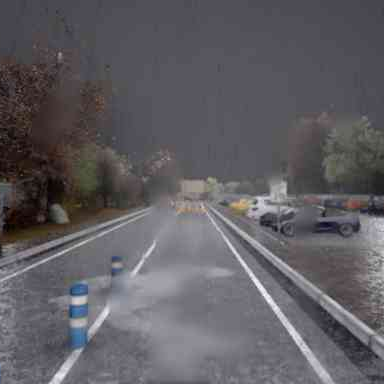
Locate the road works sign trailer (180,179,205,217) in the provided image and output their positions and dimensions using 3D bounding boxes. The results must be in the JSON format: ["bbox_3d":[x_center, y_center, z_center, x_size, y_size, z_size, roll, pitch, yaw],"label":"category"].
[{"bbox_3d":[0.071,0.521,32.009,2.380,3.560,2.880,0,0,3],"label":"road works sign trailer"}]

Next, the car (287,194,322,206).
[{"bbox_3d":[20.208,1.385,60.016,5.566,2.045,2.435,0,0,0],"label":"car"}]

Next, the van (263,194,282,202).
[{"bbox_3d":[20.564,1.544,84.946,4.442,1.987,1.878,0,0,0],"label":"van"}]

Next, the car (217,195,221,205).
[{"bbox_3d":[7.081,1.645,54.665,4.792,1.488,2.163,0,0,0],"label":"car"}]

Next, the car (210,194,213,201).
[{"bbox_3d":[7.066,1.702,71.322,5.366,1.575,1.946,0,0,0],"label":"car"}]

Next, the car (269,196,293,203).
[{"bbox_3d":[20.372,1.725,76.636,5.008,1.535,2.097,0,0,0],"label":"car"}]

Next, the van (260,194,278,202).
[{"bbox_3d":[20.356,1.560,87.851,4.442,1.987,1.878,0,-1,0],"label":"van"}]

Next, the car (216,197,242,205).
[{"bbox_3d":[7.211,1.676,65.769,4.892,1.521,2.231,0,0,0],"label":"car"}]

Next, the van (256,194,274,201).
[{"bbox_3d":[20.402,1.661,93.241,4.442,1.987,1.878,0,-1,0],"label":"van"}]

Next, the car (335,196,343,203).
[{"bbox_3d":[20.101,1.582,40.758,4.792,1.488,2.163,0,0,1],"label":"car"}]

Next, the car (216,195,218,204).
[{"bbox_3d":[7.105,1.660,57.441,4.792,1.488,2.163,0,0,0],"label":"car"}]

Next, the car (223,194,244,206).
[{"bbox_3d":[7.070,1.448,46.339,4.553,1.767,2.185,0,0,0],"label":"car"}]

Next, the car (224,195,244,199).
[{"bbox_3d":[7.010,1.565,43.560,4.892,1.521,2.231,0,0,0],"label":"car"}]

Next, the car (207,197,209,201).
[{"bbox_3d":[7.422,1.544,87.978,5.566,2.045,2.435,0,0,0],"label":"car"}]

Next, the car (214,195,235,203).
[{"bbox_3d":[7.244,1.595,74.098,4.553,1.767,2.185,0,0,0],"label":"car"}]

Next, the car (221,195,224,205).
[{"bbox_3d":[7.092,1.615,49.112,4.792,1.488,2.163,0,0,0],"label":"car"}]

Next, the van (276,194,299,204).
[{"bbox_3d":[20.448,1.470,71.221,4.442,1.987,1.878,0,0,0],"label":"van"}]

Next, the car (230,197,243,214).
[{"bbox_3d":[6.736,1.578,32.468,5.366,1.575,1.946,0,0,0],"label":"car"}]

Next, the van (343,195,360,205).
[{"bbox_3d":[20.165,1.330,37.986,4.442,1.987,1.878,0,0,0],"label":"van"}]

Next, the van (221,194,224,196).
[{"bbox_3d":[7.203,1.375,51.889,4.442,1.987,1.878,0,0,0],"label":"van"}]

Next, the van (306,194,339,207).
[{"bbox_3d":[20.281,1.365,51.705,4.442,1.987,1.878,0,0,0],"label":"van"}]

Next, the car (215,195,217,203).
[{"bbox_3d":[7.128,1.675,60.217,4.792,1.488,2.163,0,0,0],"label":"car"}]

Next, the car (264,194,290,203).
[{"bbox_3d":[20.373,1.490,79.532,5.566,2.045,2.435,0,0,0],"label":"car"}]

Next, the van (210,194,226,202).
[{"bbox_3d":[7.324,1.673,93.514,4.442,1.987,1.878,0,-1,0],"label":"van"}]

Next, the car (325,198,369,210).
[{"bbox_3d":[20.124,1.585,43.397,4.792,1.488,2.163,0,0,0],"label":"car"}]

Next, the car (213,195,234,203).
[{"bbox_3d":[7.268,1.609,76.874,4.553,1.767,2.185,0,0,0],"label":"car"}]

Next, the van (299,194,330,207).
[{"bbox_3d":[20.072,1.380,54.477,4.442,1.987,1.878,0,0,0],"label":"van"}]

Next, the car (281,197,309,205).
[{"bbox_3d":[20.278,1.666,65.555,5.008,1.535,2.097,0,0,0],"label":"car"}]

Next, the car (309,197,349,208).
[{"bbox_3d":[20.147,1.576,48.935,5.008,1.535,2.097,0,0,0],"label":"car"}]

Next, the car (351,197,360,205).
[{"bbox_3d":[19.996,1.593,35.093,4.792,1.488,2.163,0,0,0],"label":"car"}]

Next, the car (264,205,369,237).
[{"bbox_3d":[6.774,1.657,18.587,4.792,1.488,2.163,0,0,0],"label":"car"}]

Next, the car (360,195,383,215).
[{"bbox_3d":[20.029,1.321,32.323,5.566,2.045,2.435,0,0,0],"label":"car"}]

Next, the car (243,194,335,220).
[{"bbox_3d":[6.879,1.357,24.137,5.566,2.045,2.435,0,0,0],"label":"car"}]

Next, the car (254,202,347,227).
[{"bbox_3d":[6.832,1.618,21.362,5.008,1.535,2.097,0,0,0],"label":"car"}]

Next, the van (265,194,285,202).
[{"bbox_3d":[20.542,1.530,82.301,4.442,1.987,1.878,0,0,0],"label":"van"}]

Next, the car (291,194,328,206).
[{"bbox_3d":[20.184,1.370,57.246,5.566,2.045,2.435,0,0,0],"label":"car"}]

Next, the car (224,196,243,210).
[{"bbox_3d":[6.784,1.562,38.141,5.366,1.575,1.946,0,0,0],"label":"car"}]

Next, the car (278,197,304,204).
[{"bbox_3d":[20.310,1.721,68.450,4.674,1.452,2.002,0,0,0],"label":"car"}]

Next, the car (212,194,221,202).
[{"bbox_3d":[6.996,1.657,62.995,5.366,1.575,1.946,0,0,0],"label":"car"}]

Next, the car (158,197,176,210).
[{"bbox_3d":[-3.277,1.441,43.593,2.097,1.767,4.553,0,0,0],"label":"car"}]

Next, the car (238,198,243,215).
[{"bbox_3d":[6.904,1.591,29.691,4.892,1.521,2.231,0,0,0],"label":"car"}]
